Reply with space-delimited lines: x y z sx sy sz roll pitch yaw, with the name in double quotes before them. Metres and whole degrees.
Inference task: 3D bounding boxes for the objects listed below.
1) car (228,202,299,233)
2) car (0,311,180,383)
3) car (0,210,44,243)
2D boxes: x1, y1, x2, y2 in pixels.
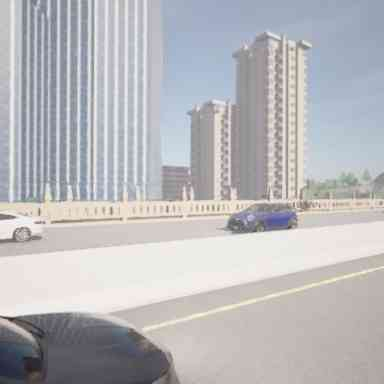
"car" 4.294 1.432 19.955 4.553 1.767 2.097 0 0 -35
"car" -2.332 1.500 2.083 4.892 1.490 1.837 1 0 -36
"car" -9.091 1.531 14.705 4.674 1.442 1.812 0 0 -36
